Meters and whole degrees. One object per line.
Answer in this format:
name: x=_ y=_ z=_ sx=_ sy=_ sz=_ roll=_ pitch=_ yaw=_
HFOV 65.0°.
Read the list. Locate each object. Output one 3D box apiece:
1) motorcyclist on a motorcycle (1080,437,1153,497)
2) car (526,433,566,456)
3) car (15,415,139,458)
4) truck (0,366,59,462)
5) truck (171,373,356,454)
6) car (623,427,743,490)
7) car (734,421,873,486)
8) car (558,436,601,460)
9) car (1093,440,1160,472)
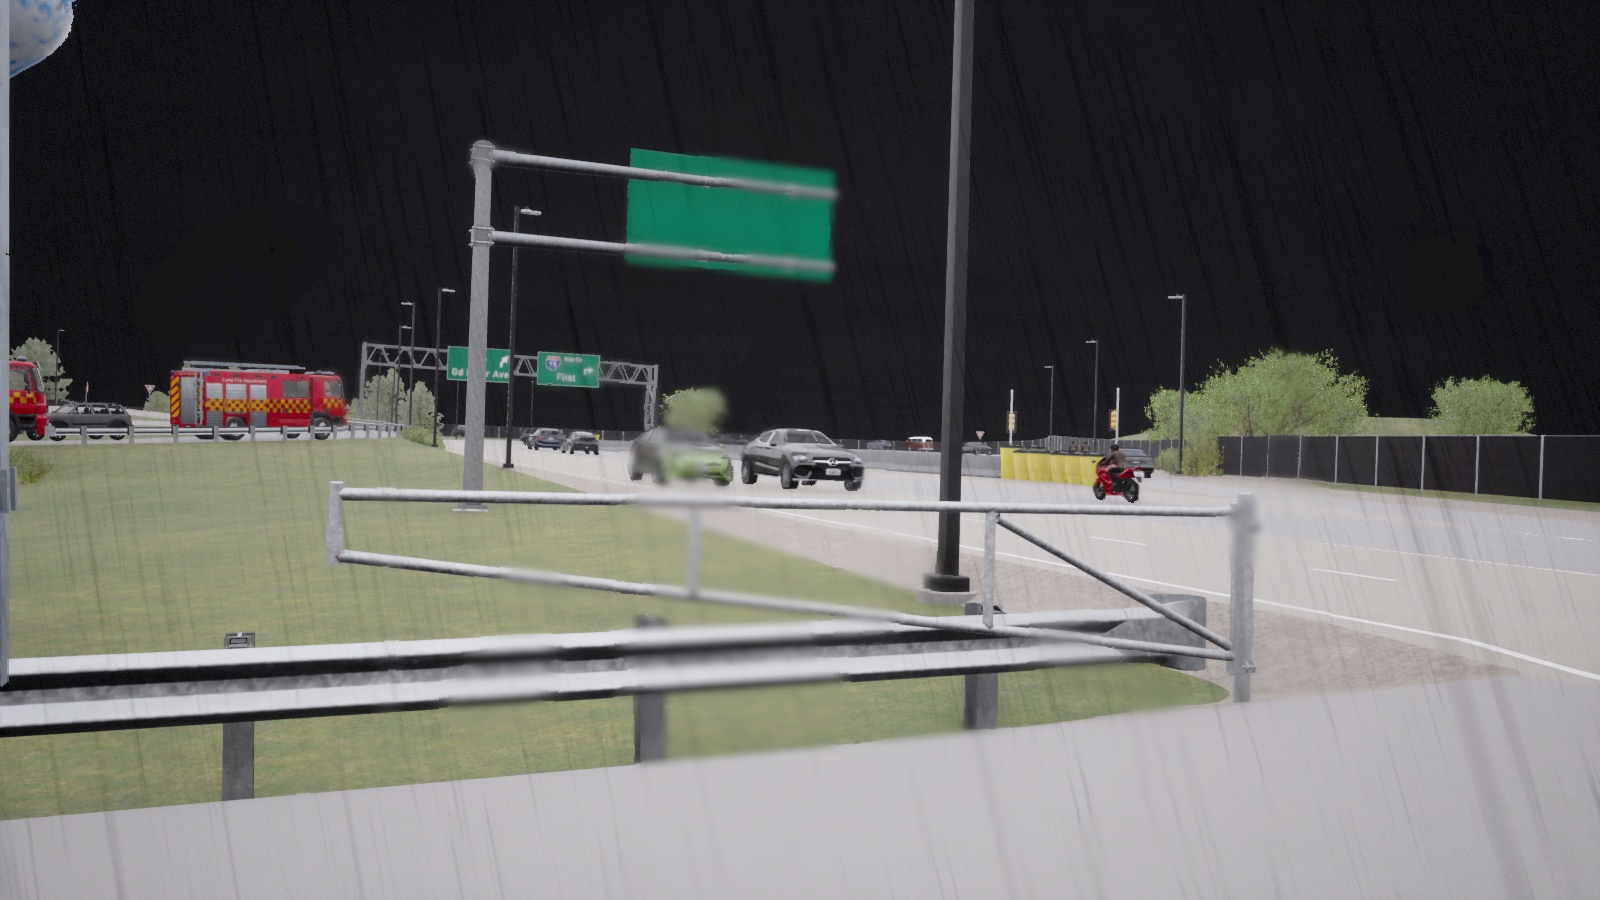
motorcyclist on a motorcycle: x=8.250 y=0.433 z=32.823 sx=0.797 sy=1.523 sz=2.044 roll=1 pitch=0 yaw=-21
car: x=-19.105 y=-0.454 z=94.298 sx=2.242 sy=1.667 sz=4.611 roll=1 pitch=0 yaw=-21
car: x=-33.539 y=-0.637 z=58.369 sx=1.932 sy=1.855 sz=4.605 roll=0 pitch=2 yaw=28
truck: x=-34.562 y=-1.390 z=50.083 sx=8.468 sy=3.827 sz=2.891 roll=-2 pitch=1 yaw=-29
truck: x=-27.143 y=-1.857 z=64.017 sx=2.891 sy=3.827 sz=8.468 roll=1 pitch=2 yaw=32
car: x=-3.189 y=0.196 z=33.326 sx=2.007 sy=1.525 sz=4.514 roll=1 pitch=0 yaw=-21
car: x=-0.006 y=0.078 z=34.807 sx=2.152 sy=1.651 sz=5.027 roll=1 pitch=0 yaw=-21
car: x=-14.426 y=-0.148 z=82.109 sx=1.837 sy=1.490 sz=4.892 roll=1 pitch=0 yaw=-21
car: x=15.478 y=0.247 z=59.772 sx=2.033 sy=1.411 sz=5.357 roll=0 pitch=1 yaw=3
